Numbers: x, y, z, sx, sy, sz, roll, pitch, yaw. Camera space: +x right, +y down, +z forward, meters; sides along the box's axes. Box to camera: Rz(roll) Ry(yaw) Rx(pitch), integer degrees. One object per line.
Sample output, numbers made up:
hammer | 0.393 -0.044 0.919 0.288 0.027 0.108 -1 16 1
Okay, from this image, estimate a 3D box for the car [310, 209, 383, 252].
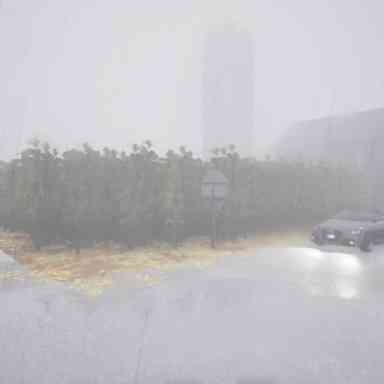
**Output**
car | 6.452 1.392 13.068 4.181 1.385 1.994 0 1 -40
